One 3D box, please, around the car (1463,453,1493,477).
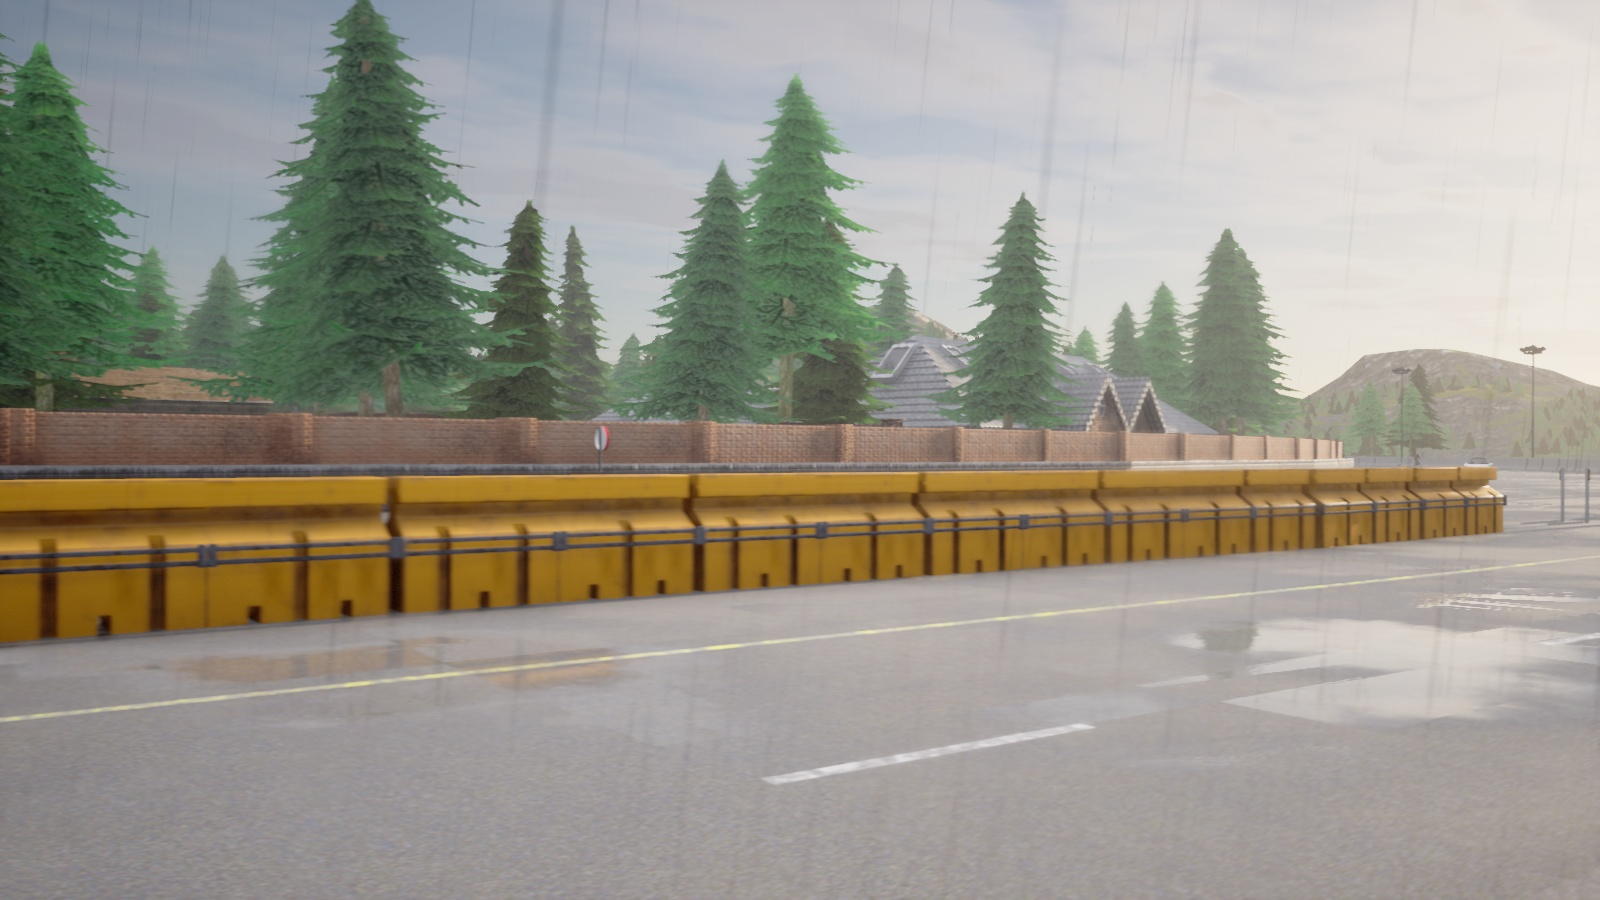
[{"bbox_3d":[39.889,0.896,73.856,1.481,1.376,2.207,0,0,30],"label":"car"}]
